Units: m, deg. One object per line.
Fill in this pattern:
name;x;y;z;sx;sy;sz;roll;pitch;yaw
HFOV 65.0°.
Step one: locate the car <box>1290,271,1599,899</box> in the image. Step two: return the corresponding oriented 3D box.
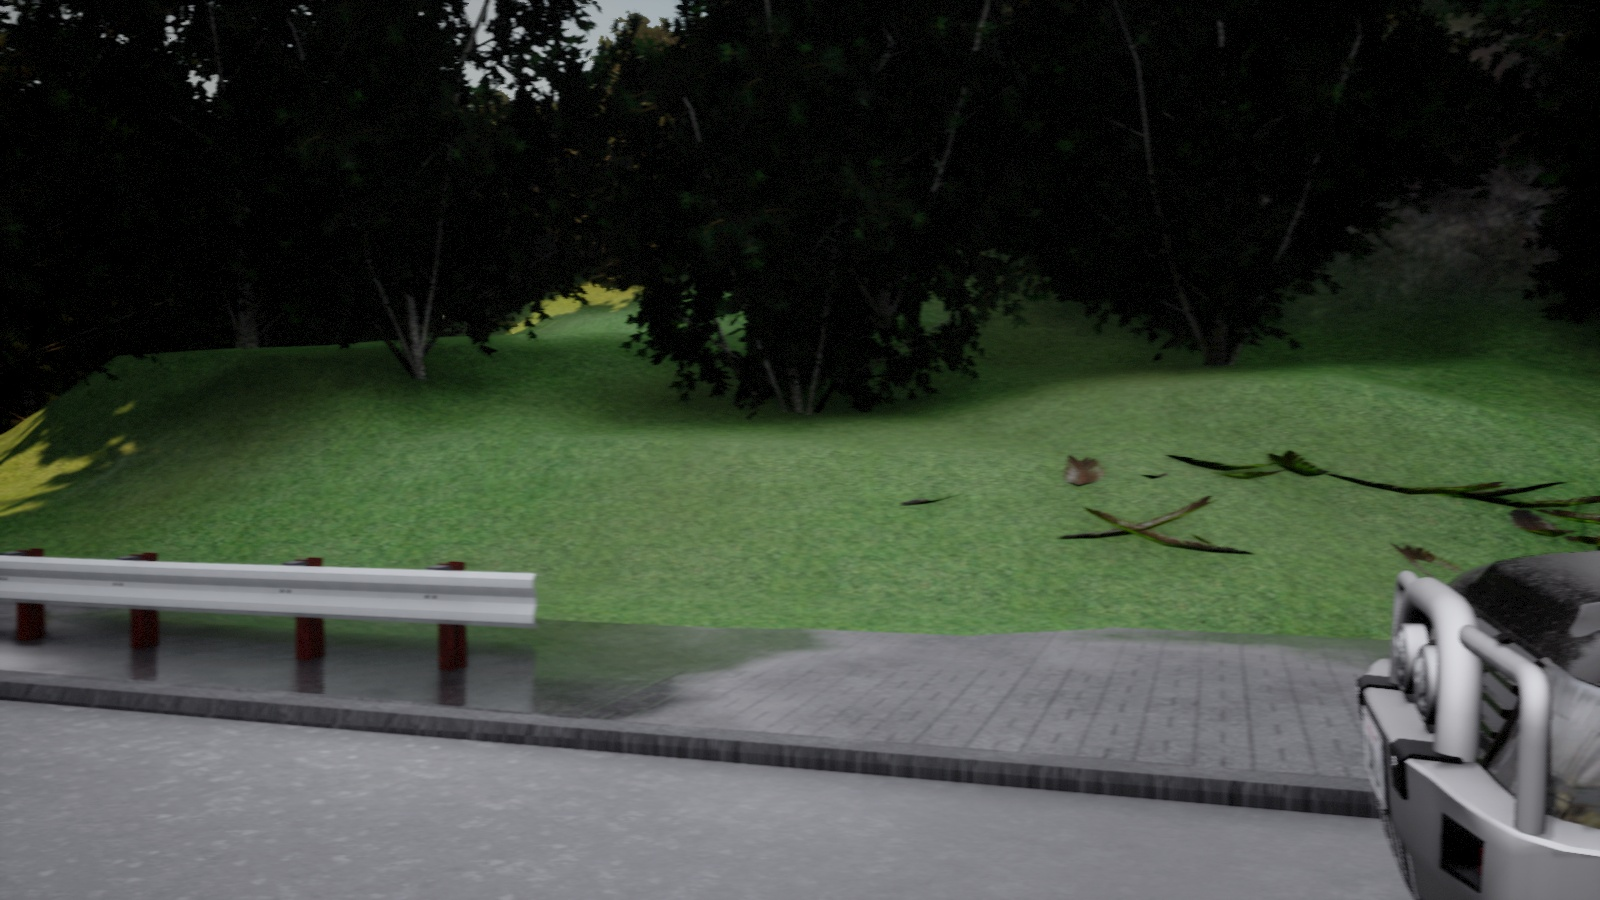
car;3.516;0.616;2.534;4.605;1.855;1.932;1;1;19
